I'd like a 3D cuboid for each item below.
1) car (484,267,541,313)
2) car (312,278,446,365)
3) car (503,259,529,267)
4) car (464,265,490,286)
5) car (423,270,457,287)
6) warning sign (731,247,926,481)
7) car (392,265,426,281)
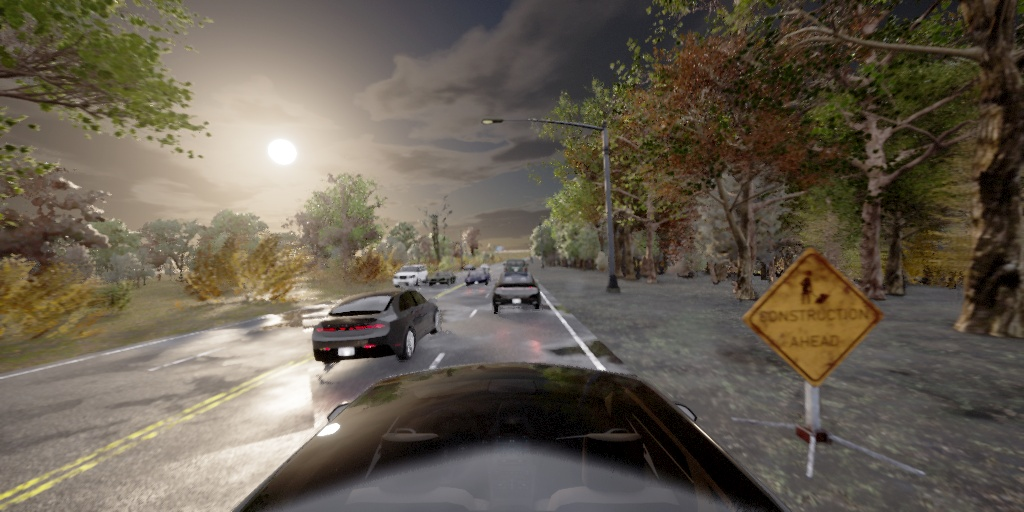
[{"bbox_3d":[0.182,1.410,15.332,2.128,1.511,4.902,0,0,0],"label":"car"},{"bbox_3d":[-3.147,1.584,9.209,1.837,1.490,4.892,-4,-1,0],"label":"car"},{"bbox_3d":[0.368,1.302,32.656,2.150,2.045,5.566,0,-1,1],"label":"car"},{"bbox_3d":[-2.960,1.880,31.997,1.895,1.301,4.718,-7,1,1],"label":"car"},{"bbox_3d":[-6.338,2.110,32.944,1.895,1.301,4.718,-3,-1,1],"label":"car"},{"bbox_3d":[2.842,0.848,3.380,1.300,1.860,1.060,0,0,0],"label":"warning sign"},{"bbox_3d":[-9.622,1.893,34.449,2.150,2.045,5.566,-3,-1,1],"label":"car"}]
